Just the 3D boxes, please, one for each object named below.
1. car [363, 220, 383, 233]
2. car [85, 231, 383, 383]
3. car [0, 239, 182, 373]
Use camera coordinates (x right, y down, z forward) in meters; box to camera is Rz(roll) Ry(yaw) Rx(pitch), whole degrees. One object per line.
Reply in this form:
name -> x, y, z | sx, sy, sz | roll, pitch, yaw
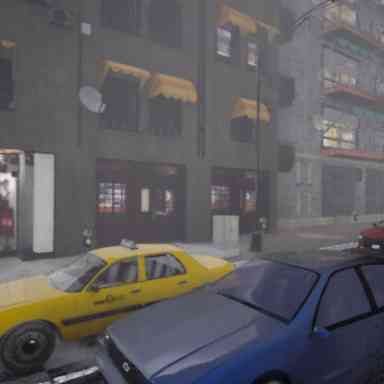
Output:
car -> 7.818, 1.535, 12.131 | 4.507, 1.381, 1.887 | 0, 1, -36
car -> 1.578, 1.545, 4.464 | 5.357, 1.411, 2.033 | 0, 0, -32
car -> -1.312, 1.524, 5.614 | 4.829, 1.417, 1.752 | 0, 1, -36
